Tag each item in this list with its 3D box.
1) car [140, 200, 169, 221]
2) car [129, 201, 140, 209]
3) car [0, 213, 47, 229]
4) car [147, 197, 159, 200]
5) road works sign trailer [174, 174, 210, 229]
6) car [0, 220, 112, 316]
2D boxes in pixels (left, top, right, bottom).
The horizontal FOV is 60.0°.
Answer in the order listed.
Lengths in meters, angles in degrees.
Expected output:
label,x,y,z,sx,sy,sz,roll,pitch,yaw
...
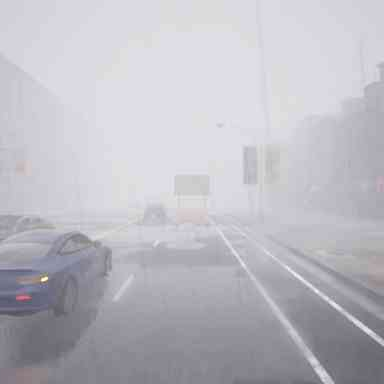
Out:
label,x,y,z,sx,sy,sz,roll,pitch,yaw
car,-3.154,1.718,29.674,1.837,1.490,4.892,0,-1,0
car,-9.797,2.263,58.181,1.812,1.442,4.674,0,-1,1
car,-6.600,1.547,11.885,2.128,1.511,4.902,0,0,0
car,-6.558,1.889,55.080,2.150,2.045,5.566,0,-1,1
road works sign trailer,-0.002,0.600,22.768,2.380,3.560,2.880,0,-1,0
car,-3.151,1.559,7.441,1.812,1.442,4.674,0,0,0
